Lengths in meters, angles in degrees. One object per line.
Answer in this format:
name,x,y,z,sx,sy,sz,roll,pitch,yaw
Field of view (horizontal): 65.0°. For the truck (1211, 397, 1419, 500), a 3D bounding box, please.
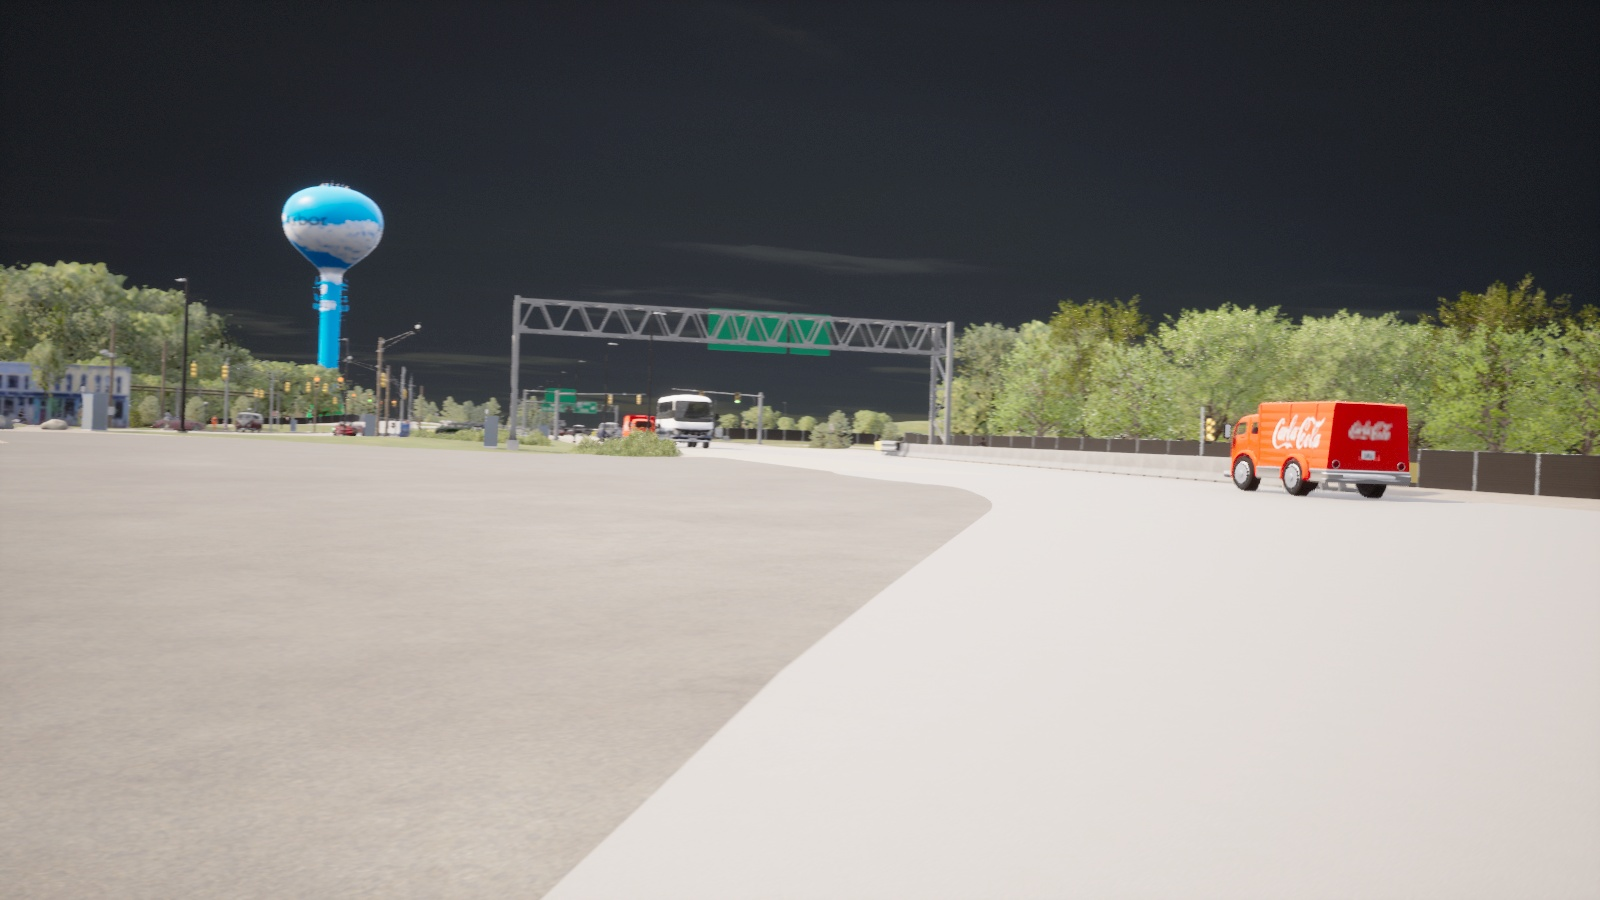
truck,13.630,-0.083,33.711,2.627,2.467,5.204,2,1,-11
